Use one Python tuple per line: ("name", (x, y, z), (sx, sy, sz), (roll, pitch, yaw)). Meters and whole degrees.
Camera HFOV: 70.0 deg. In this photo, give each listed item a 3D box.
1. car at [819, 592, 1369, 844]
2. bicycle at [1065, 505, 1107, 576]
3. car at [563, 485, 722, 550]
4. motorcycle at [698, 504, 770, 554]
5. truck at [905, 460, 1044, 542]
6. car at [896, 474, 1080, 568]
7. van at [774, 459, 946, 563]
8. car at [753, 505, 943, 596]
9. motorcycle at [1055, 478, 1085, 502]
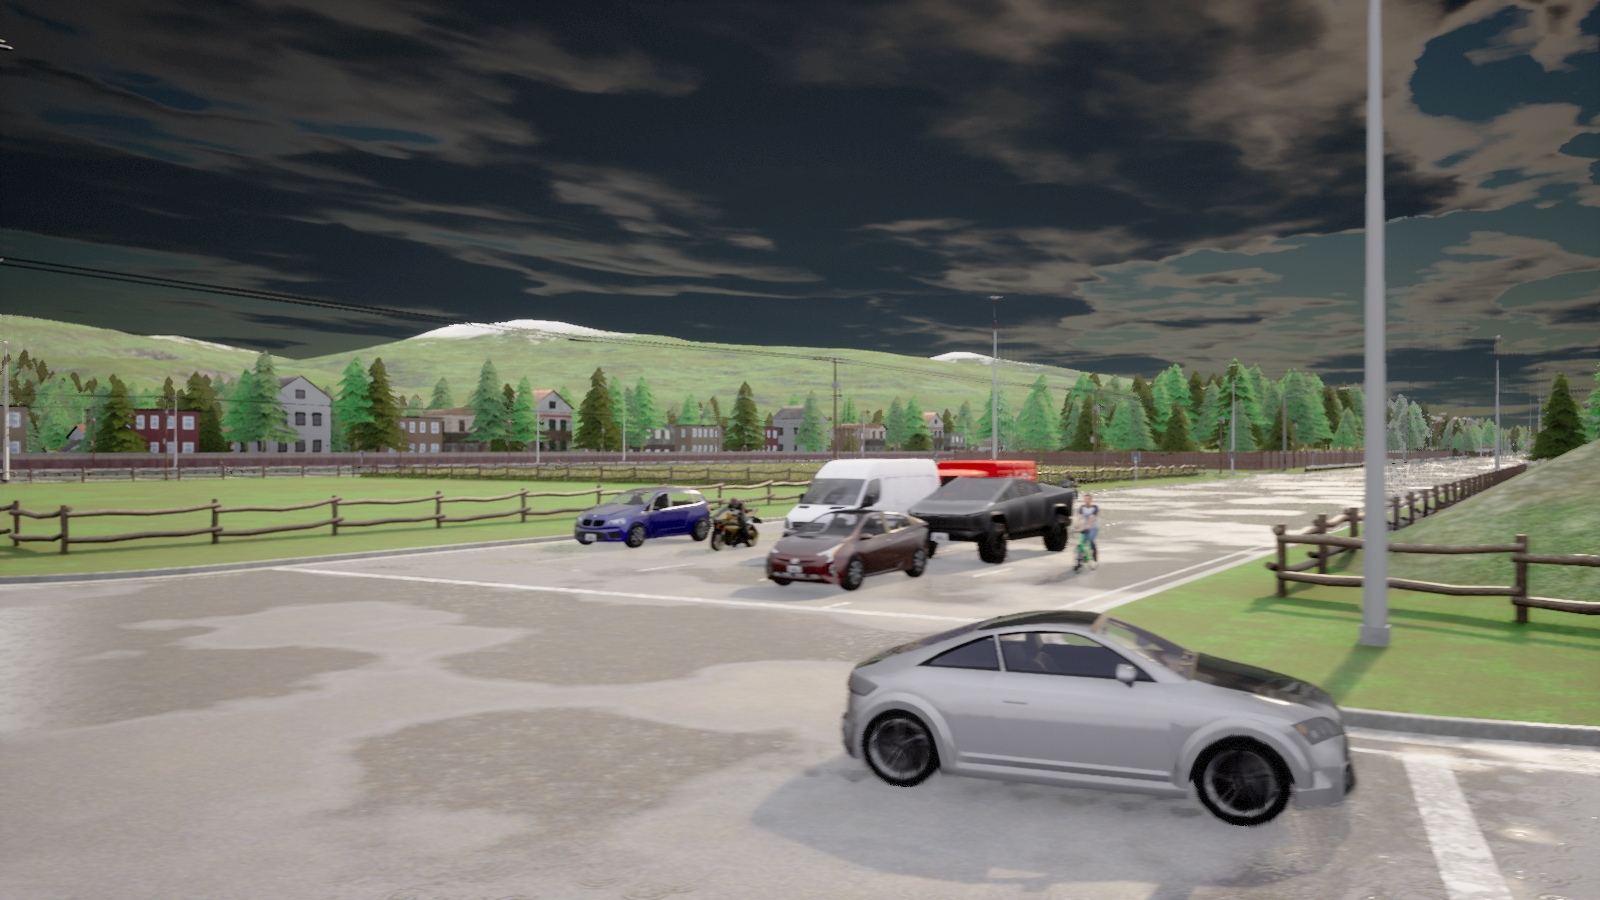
("car", (2.469, 2.122, 9.844), (4.181, 1.385, 1.994), (0, 0, 21))
("bicycle", (6.580, 2.064, 26.254), (0.373, 1.496, 1.643), (0, 0, 34))
("car", (-4.689, 1.984, 34.578), (2.242, 1.667, 4.611), (0, 0, 35))
("motorcycle", (-1.850, 2.220, 32.530), (0.867, 1.251, 2.209), (0, 0, 34))
("truck", (5.865, 1.579, 37.820), (2.627, 2.467, 5.204), (0, 0, 33))
("car", (5.154, 1.764, 30.380), (2.390, 2.098, 6.274), (0, 0, 34))
("van", (1.808, 1.547, 31.695), (1.988, 2.561, 5.915), (0, 0, 34))
("car", (1.134, 2.049, 24.448), (2.007, 1.525, 4.514), (0, 0, 34))
("motorcycle", (15.010, 2.223, 63.493), (0.867, 1.251, 2.209), (0, 0, 34))
